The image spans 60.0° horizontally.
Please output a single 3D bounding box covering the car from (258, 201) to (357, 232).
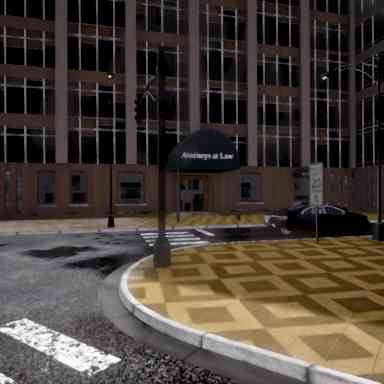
[{"bbox_3d":[6.504,1.313,18.909,4.902,1.511,2.128,0,0,-14],"label":"car"}]

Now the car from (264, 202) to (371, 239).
[{"bbox_3d":[6.106,1.309,15.875,4.902,1.511,2.128,0,0,-14],"label":"car"}]
